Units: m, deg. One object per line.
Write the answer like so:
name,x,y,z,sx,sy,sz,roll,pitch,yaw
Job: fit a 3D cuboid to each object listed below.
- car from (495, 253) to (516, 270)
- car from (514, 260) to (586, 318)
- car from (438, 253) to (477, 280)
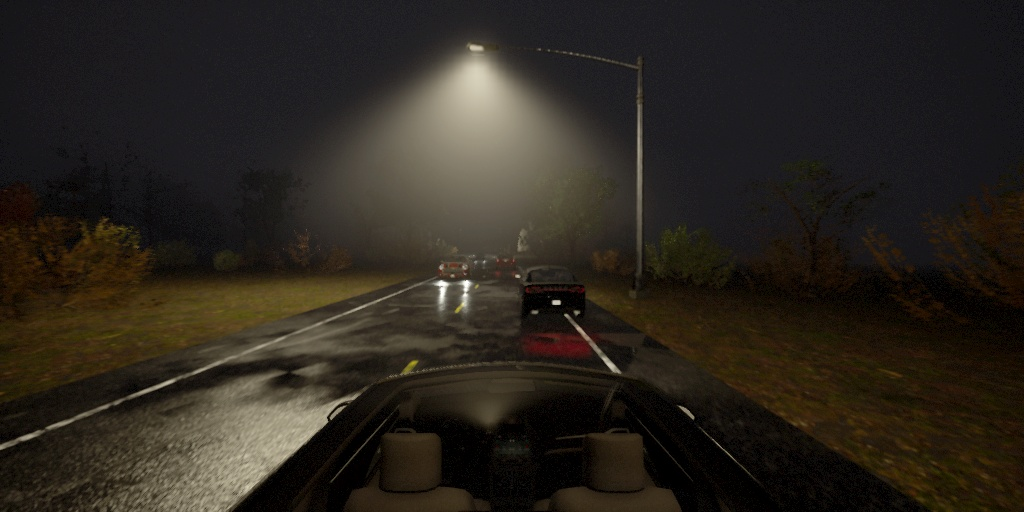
car,-0.685,0.480,37.575,2.097,1.767,4.553,0,1,-2
car,1.158,1.052,12.076,1.882,1.535,5.008,0,1,-1
car,-3.947,0.694,25.761,2.097,1.767,4.553,0,1,-1
